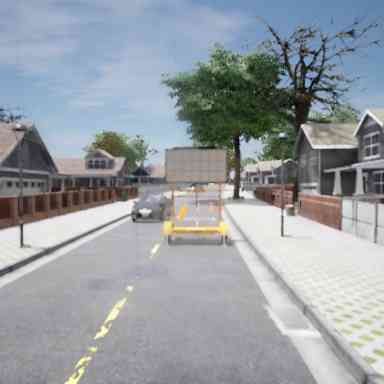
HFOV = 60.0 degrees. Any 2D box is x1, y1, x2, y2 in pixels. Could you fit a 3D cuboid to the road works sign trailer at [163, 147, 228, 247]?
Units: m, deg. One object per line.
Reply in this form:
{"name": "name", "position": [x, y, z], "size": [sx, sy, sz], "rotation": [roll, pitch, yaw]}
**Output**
{"name": "road works sign trailer", "position": [0.174, 0.062, 12.862], "size": [2.380, 3.560, 2.880], "rotation": [0, 2, 2]}

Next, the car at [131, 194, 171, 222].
{"name": "car", "position": [-2.362, 0.860, 19.983], "size": [2.128, 1.511, 4.902], "rotation": [0, 2, 3]}

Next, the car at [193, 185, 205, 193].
{"name": "car", "position": [1.407, -0.615, 63.999], "size": [1.837, 1.490, 4.892], "rotation": [0, 2, 6]}
